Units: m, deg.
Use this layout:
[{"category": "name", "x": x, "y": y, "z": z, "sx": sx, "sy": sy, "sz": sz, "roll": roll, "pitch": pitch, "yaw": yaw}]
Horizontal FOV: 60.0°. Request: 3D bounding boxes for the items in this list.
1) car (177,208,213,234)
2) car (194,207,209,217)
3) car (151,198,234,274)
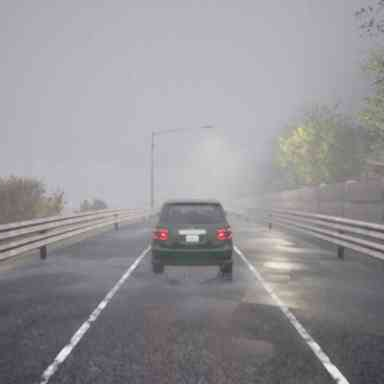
[{"category": "car", "x": 0.208, "y": 1.727, "z": 20.743, "sx": 1.994, "sy": 1.385, "sz": 4.181, "roll": 0, "pitch": -2, "yaw": 1}, {"category": "car", "x": 1.368, "y": 2.761, "z": 47.366, "sx": 1.895, "sy": 1.301, "sz": 4.718, "roll": 0, "pitch": -2, "yaw": 4}, {"category": "car", "x": 0.003, "y": 1.207, "z": 10.605, "sx": 2.150, "sy": 2.045, "sz": 5.566, "roll": 0, "pitch": 0, "yaw": 0}]
